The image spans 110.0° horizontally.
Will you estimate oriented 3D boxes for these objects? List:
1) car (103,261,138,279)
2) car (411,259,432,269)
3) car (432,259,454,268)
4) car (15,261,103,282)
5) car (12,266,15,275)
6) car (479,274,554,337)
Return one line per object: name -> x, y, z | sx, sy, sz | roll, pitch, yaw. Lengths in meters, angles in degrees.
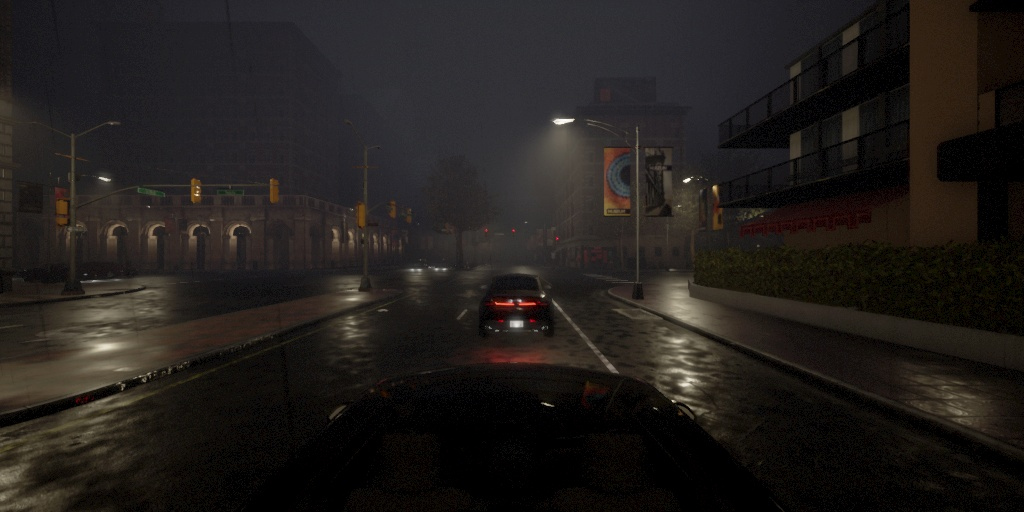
car -> -36.875, 1.228, 32.424 | 5.008, 1.535, 1.882 | 0, 0, 0
car -> -14.808, 1.241, 57.978 | 2.128, 1.511, 4.902 | 0, 0, 0
car -> -11.302, 1.314, 58.747 | 1.994, 1.385, 4.181 | 0, 0, 0
car -> -36.398, 1.314, 28.923 | 4.181, 1.385, 1.994 | 0, 0, 0
car -> -47.094, 1.276, 32.459 | 4.674, 1.442, 1.812 | 0, 0, 1
car -> 0.117, 1.255, 10.339 | 1.837, 1.490, 4.892 | 0, 0, 0
